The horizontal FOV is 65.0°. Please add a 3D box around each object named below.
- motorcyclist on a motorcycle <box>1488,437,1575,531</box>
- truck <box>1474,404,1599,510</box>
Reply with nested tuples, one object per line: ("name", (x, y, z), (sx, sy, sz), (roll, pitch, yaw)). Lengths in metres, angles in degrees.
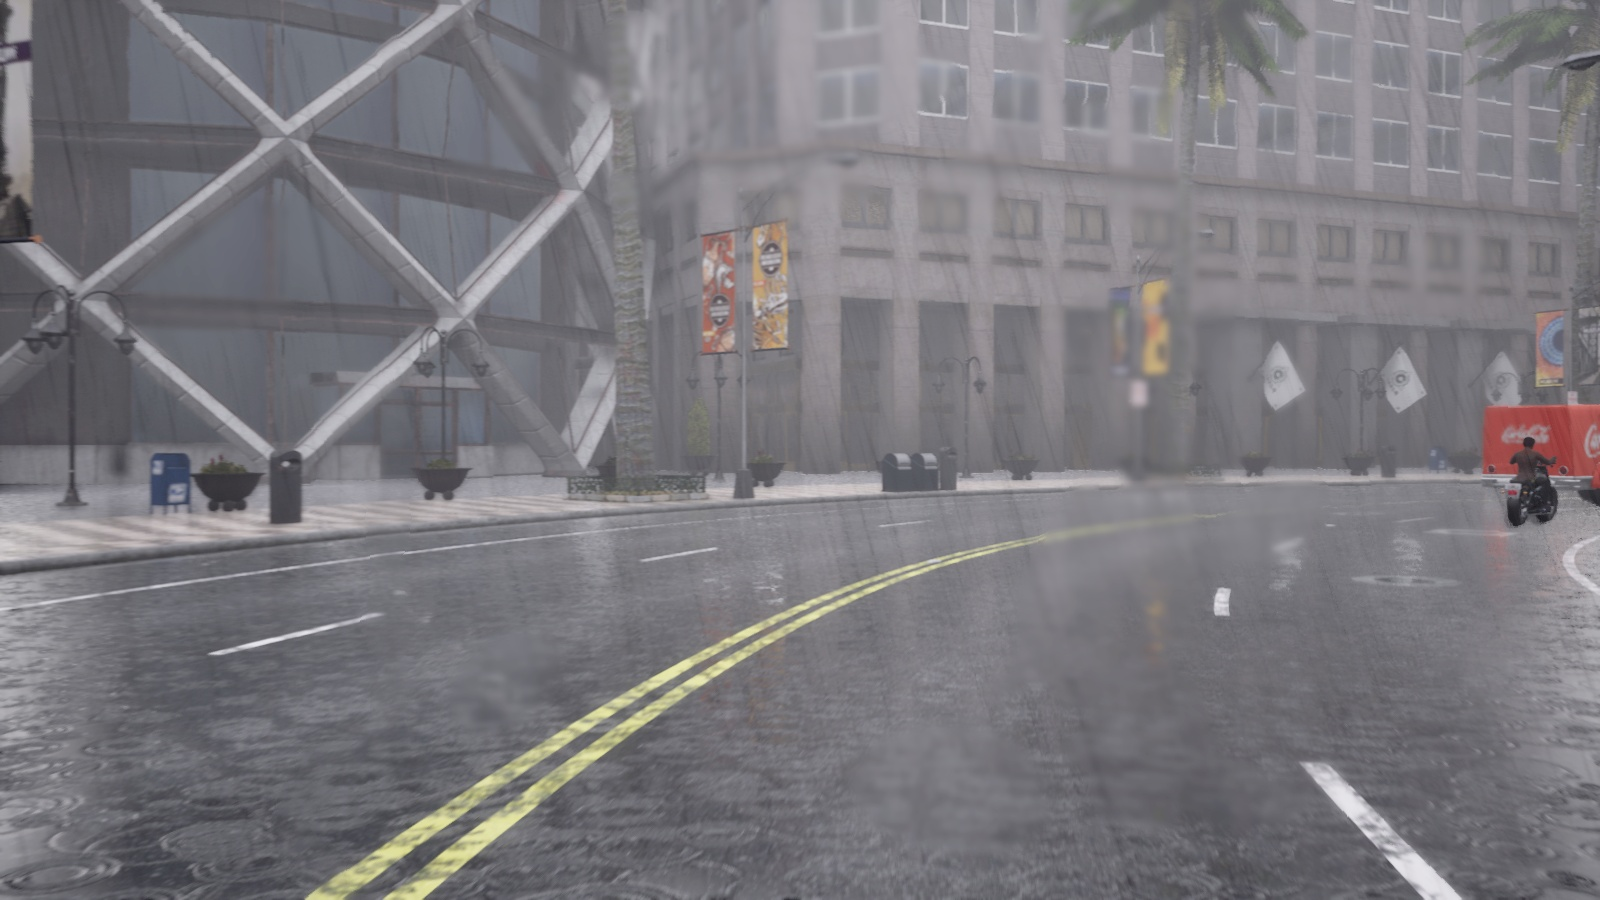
("motorcyclist on a motorcycle", (13.492, 0.591, 23.130), (2.350, 1.649, 0.766), (0, 1, -44))
("truck", (19.855, 0.125, 31.514), (5.204, 2.467, 2.627), (-1, 1, -26))
